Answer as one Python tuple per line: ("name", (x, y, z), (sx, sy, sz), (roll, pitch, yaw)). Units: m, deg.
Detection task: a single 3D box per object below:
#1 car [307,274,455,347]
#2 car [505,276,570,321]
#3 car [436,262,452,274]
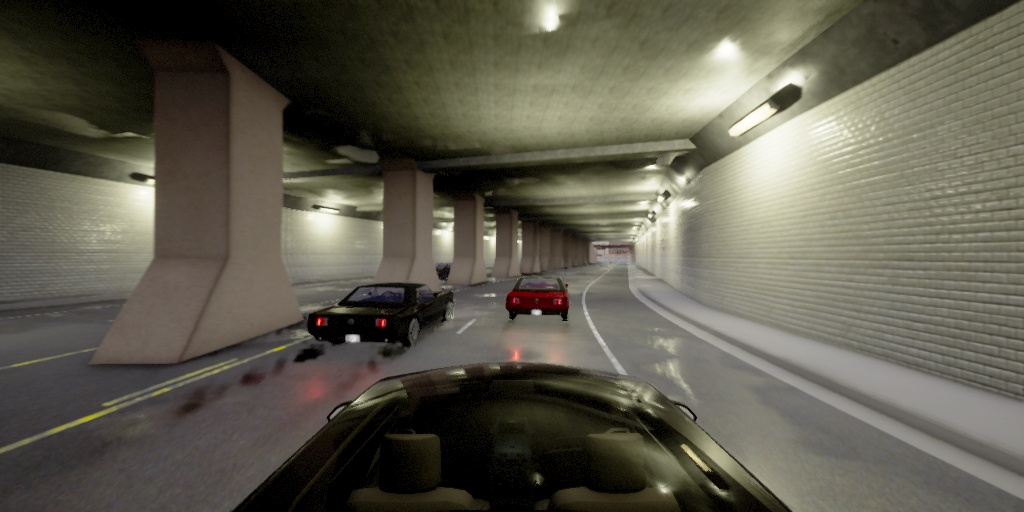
("car", (-2.897, 1.323, 9.221), (1.895, 1.301, 4.718), (0, 0, 5))
("car", (1.024, 1.341, 12.540), (1.895, 1.301, 4.718), (0, 0, 8))
("car", (-5.755, 1.223, 30.286), (2.033, 1.411, 5.357), (0, 0, 17))
